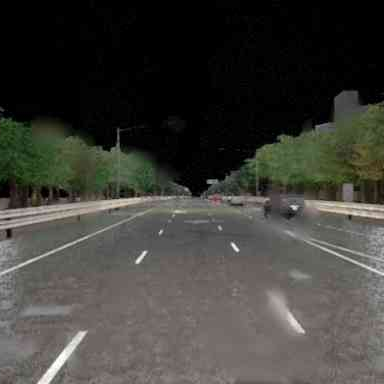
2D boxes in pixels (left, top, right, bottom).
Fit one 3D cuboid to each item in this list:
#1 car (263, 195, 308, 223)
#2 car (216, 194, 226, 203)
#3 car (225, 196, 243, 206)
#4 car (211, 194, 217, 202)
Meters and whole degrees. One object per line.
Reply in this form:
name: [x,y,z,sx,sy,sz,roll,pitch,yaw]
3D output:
car: [7.037,1.231,25.541,2.150,2.045,5.566,0,0,-1]
car: [7.116,1.683,72.516,2.128,1.511,4.902,0,-1,0]
car: [6.995,1.611,53.799,1.994,1.385,4.181,0,0,0]
car: [7.237,1.607,92.529,2.150,2.045,5.566,0,-1,0]
